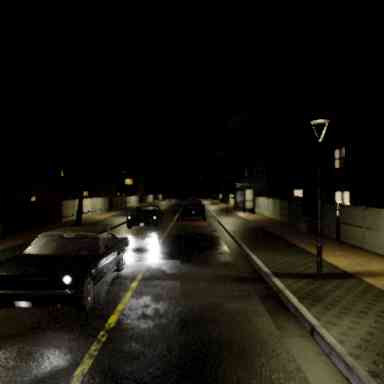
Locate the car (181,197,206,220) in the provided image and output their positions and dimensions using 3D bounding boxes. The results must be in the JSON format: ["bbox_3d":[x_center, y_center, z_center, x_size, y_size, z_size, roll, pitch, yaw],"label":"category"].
[{"bbox_3d":[0.111,1.363,26.942,1.882,1.535,5.008,0,-1,0],"label":"car"}]

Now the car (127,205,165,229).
[{"bbox_3d":[-2.812,1.505,20.833,1.895,1.301,4.718,0,0,0],"label":"car"}]

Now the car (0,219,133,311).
[{"bbox_3d":[-2.826,1.559,7.774,1.895,1.301,4.718,0,0,0],"label":"car"}]

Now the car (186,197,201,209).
[{"bbox_3d":[0.132,1.372,42.280,1.812,1.442,4.674,0,0,0],"label":"car"}]
